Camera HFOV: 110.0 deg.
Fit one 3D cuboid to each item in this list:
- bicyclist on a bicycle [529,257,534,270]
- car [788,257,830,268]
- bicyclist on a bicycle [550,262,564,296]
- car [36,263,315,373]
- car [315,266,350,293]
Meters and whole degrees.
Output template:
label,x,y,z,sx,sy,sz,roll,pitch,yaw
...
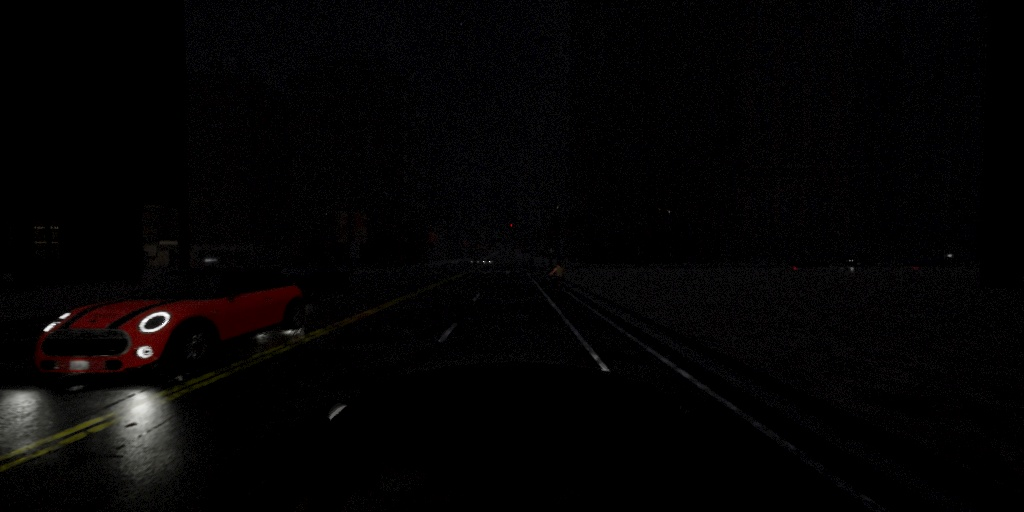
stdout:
label,x,y,z,sx,sy,sz,roll,pitch,yaw
bicyclist on a bicycle,2.260,0.940,41.234,0.582,1.620,1.656,0,3,1
car,38.611,0.847,46.640,4.674,1.442,1.812,0,1,0
bicyclist on a bicycle,2.211,1.059,17.179,0.866,1.612,1.509,-2,4,-6
car,-6.600,1.058,7.710,2.097,1.767,4.553,0,0,0
car,-9.849,1.186,17.496,2.033,1.411,5.357,0,0,0
